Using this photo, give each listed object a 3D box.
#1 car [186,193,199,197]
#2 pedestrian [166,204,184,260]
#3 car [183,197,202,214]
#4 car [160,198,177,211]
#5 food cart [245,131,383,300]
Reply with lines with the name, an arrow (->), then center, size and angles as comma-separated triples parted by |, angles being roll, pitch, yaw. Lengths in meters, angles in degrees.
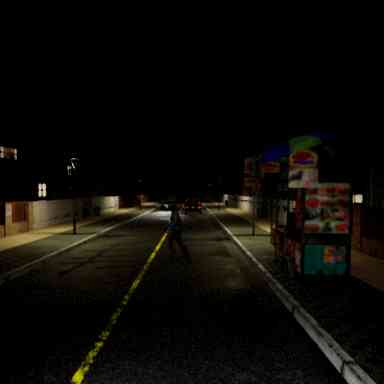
car -> 0.084, 1.202, 44.637 | 2.150, 2.045, 5.566 | 0, 0, 0
pedestrian -> -0.559, 1.287, 10.975 | 0.375, 1.860, 0.375 | -1, 1, -2
car -> 0.093, 1.531, 34.721 | 2.033, 1.411, 5.357 | 0, 0, 0
car -> -2.849, 1.473, 40.989 | 2.128, 1.511, 4.902 | 0, 0, 0
food cart -> 3.048, 0.460, 9.412 | 2.280, 3.560, 4.660 | 1, 1, 0
